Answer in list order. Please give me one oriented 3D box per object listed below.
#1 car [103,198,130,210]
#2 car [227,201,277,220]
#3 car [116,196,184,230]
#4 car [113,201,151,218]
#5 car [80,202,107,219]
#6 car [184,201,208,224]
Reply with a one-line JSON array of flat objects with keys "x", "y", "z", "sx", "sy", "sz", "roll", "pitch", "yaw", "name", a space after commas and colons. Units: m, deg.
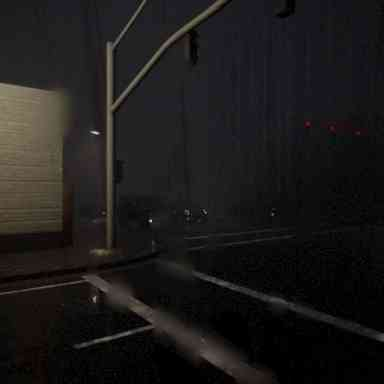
[{"x": -10.204, "y": 1.592, "z": 44.445, "sx": 1.812, "sy": 1.442, "sz": 4.674, "roll": 0, "pitch": 0, "yaw": -36, "name": "car"}, {"x": 5.166, "y": 1.574, "z": 29.320, "sx": 1.837, "sy": 1.490, "sz": 4.892, "roll": 0, "pitch": 0, "yaw": -38, "name": "car"}, {"x": -3.165, "y": 1.284, "z": 22.296, "sx": 2.150, "sy": 2.045, "sz": 5.566, "roll": 0, "pitch": 0, "yaw": -36, "name": "car"}, {"x": -5.822, "y": 1.628, "z": 32.036, "sx": 1.994, "sy": 1.385, "sz": 4.181, "roll": 0, "pitch": 0, "yaw": -35, "name": "car"}, {"x": -8.634, "y": 1.626, "z": 29.959, "sx": 1.994, "sy": 1.385, "sz": 4.181, "roll": 0, "pitch": 0, "yaw": -35, "name": "car"}, {"x": -0.799, "y": 1.416, "z": 25.010, "sx": 2.097, "sy": 1.767, "sz": 4.553, "roll": 0, "pitch": 0, "yaw": -36, "name": "car"}]
